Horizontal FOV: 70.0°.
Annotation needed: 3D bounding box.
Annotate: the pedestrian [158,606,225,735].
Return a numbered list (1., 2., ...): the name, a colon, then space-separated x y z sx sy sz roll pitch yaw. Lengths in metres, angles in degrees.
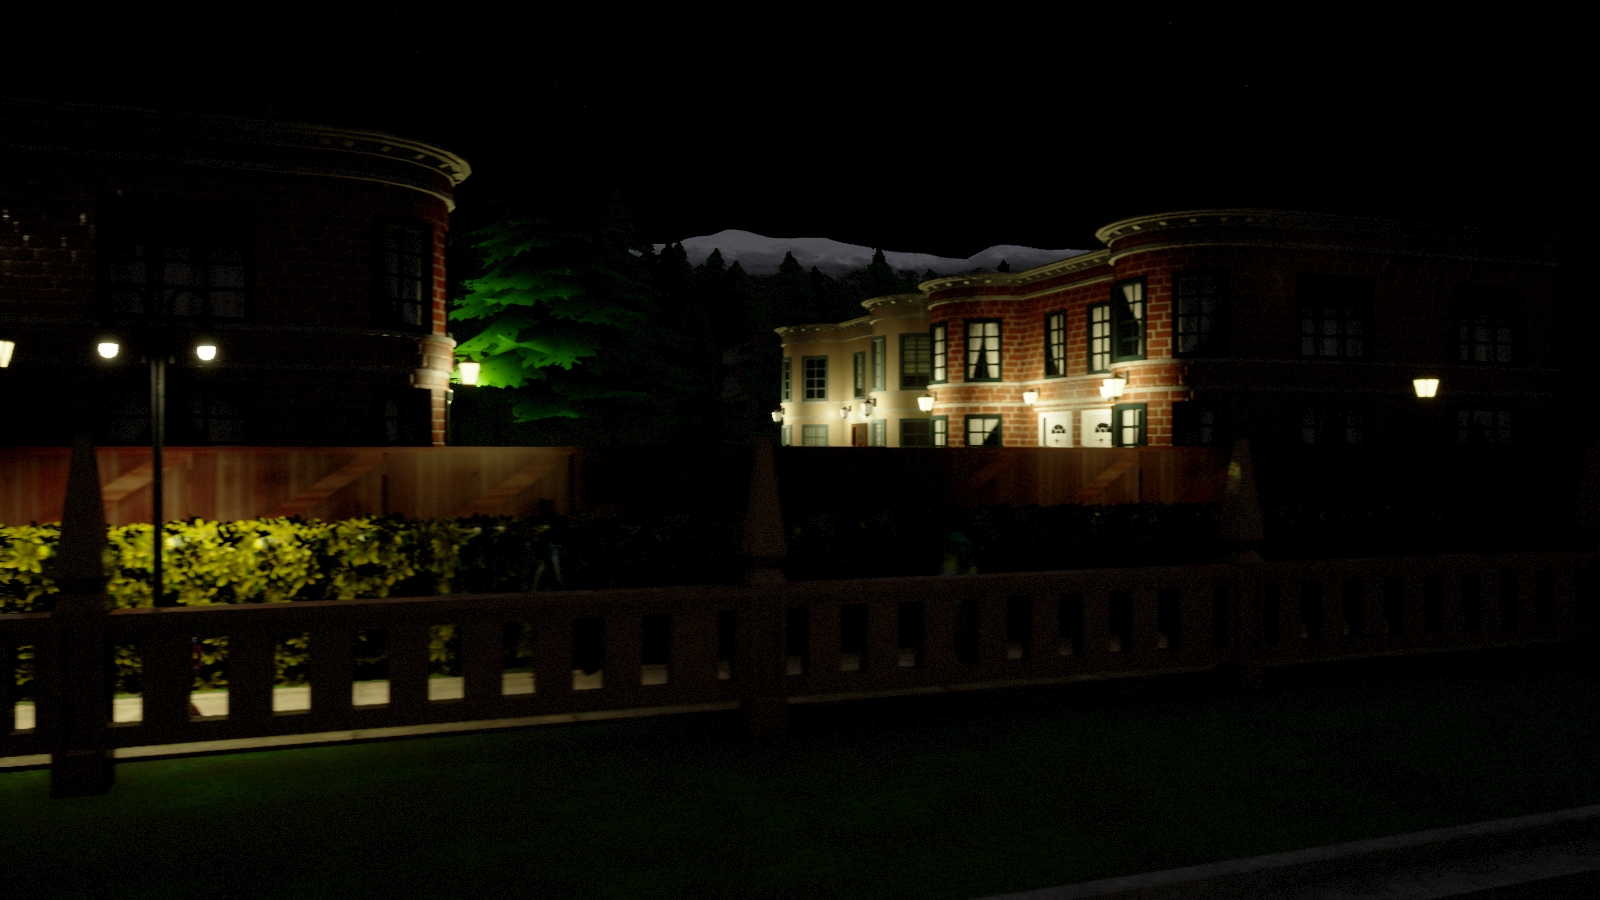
1. pedestrian: -5.772 2.077 10.847 0.500 1.100 0.500 0 0 -21

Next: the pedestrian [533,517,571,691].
1. pedestrian: -2.758 1.694 12.698 0.375 1.860 0.375 0 0 -20

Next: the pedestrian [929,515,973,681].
1. pedestrian: 1.741 1.695 13.210 0.375 1.860 0.375 0 0 -20
